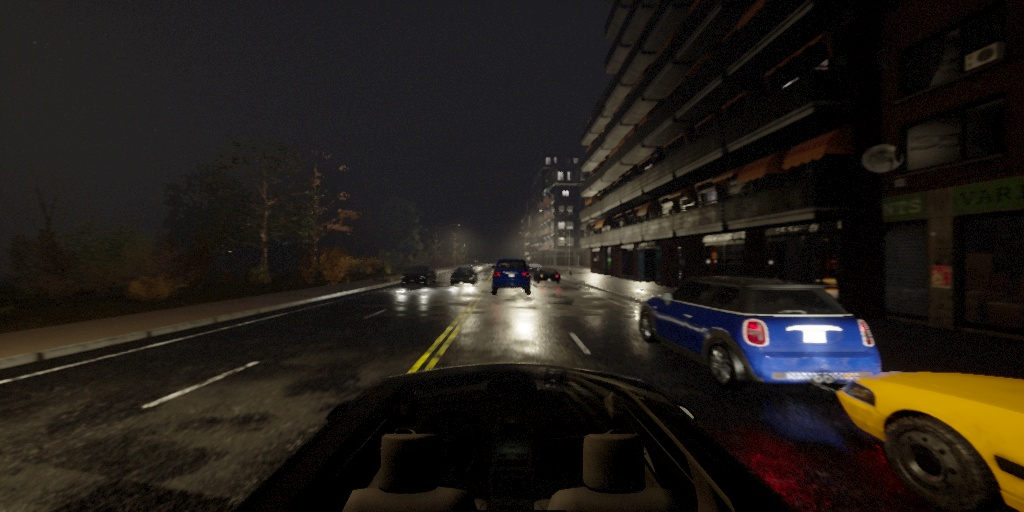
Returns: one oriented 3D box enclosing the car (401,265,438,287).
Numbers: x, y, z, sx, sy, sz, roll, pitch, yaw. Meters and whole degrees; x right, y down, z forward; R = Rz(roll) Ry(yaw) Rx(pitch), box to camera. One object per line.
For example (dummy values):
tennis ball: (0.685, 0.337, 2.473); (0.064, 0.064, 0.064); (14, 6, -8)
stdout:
car: (-6.883, 1.451, 27.021); (1.882, 1.535, 5.008); (0, -1, -1)

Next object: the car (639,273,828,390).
car: (4.216, 1.165, 7.134); (2.097, 1.767, 4.553); (0, -1, 0)

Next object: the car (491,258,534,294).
car: (-0.068, 1.165, 21.845); (2.150, 2.045, 5.566); (0, -1, -1)

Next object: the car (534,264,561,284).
car: (2.924, 1.639, 30.619); (1.895, 1.301, 4.718); (0, -1, -1)

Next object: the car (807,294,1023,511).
car: (4.225, 1.215, 1.322); (1.801, 1.575, 5.366); (0, -1, 0)

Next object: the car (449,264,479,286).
car: (-3.656, 1.543, 28.193); (2.033, 1.411, 5.357); (0, -1, -1)
